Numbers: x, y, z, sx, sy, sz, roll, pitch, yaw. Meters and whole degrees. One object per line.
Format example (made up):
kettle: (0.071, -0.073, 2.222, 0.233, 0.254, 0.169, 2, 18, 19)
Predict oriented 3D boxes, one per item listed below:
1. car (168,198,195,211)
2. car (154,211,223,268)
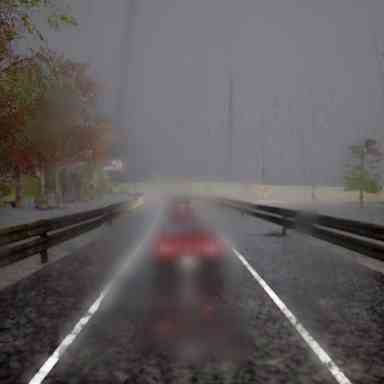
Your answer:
car: (-0.882, 1.241, 27.261, 2.097, 1.767, 4.553, 0, 0, -3)
car: (-0.136, 1.554, 11.111, 1.895, 1.301, 4.718, 0, 0, -1)
